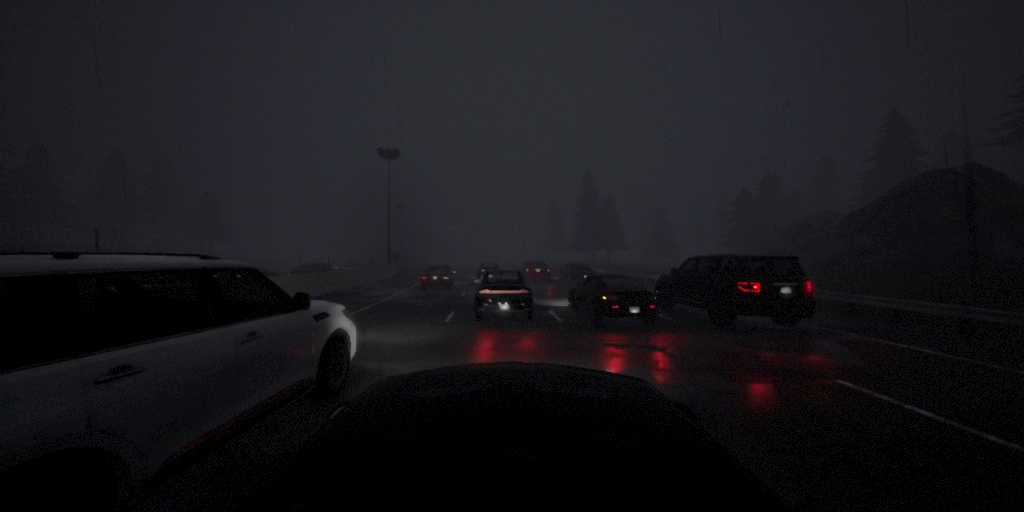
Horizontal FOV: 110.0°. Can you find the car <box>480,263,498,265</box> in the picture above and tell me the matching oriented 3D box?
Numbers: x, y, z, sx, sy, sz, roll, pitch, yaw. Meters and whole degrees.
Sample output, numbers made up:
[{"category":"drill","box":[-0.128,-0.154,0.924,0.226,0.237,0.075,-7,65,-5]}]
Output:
[{"category":"car","box":[-1.881,1.270,28.545,2.128,1.511,4.902,0,0,-7]}]

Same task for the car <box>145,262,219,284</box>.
[{"category":"car","box":[-26.951,1.328,29.559,2.128,1.511,4.902,0,0,-9]}]

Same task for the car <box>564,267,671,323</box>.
[{"category":"car","box":[3.203,1.278,12.000,1.812,1.442,4.674,0,0,-3]}]

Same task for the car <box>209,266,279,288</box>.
[{"category":"car","box":[-18.981,1.415,25.735,1.895,1.301,4.718,0,0,-6]}]

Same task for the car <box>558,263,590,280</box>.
[{"category":"car","box":[5.124,1.268,28.983,1.837,1.490,4.892,0,0,-7]}]

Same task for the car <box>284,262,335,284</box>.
[{"category":"car","box":[-16.273,1.289,29.097,1.882,1.535,5.008,0,0,-8]}]

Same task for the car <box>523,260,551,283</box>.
[{"category":"car","box":[1.649,1.123,28.477,2.097,1.767,4.553,0,0,-7]}]

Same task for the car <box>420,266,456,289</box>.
[{"category":"car","box":[-4.741,1.328,23.286,2.033,1.411,5.357,0,0,-6]}]

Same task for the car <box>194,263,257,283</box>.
[{"category":"car","box":[-23.403,1.334,29.564,1.837,1.490,4.892,0,0,-9]}]

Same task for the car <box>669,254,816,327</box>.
[{"category":"car","box":[6.746,0.965,11.683,2.150,2.045,5.566,0,0,-3]}]

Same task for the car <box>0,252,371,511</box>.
[{"category":"car","box":[-3.501,0.984,3.295,2.150,2.045,5.566,0,0,0]}]

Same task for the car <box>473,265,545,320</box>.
[{"category":"car","box":[-0.335,1.252,12.665,2.128,1.511,4.902,0,0,-3]}]
